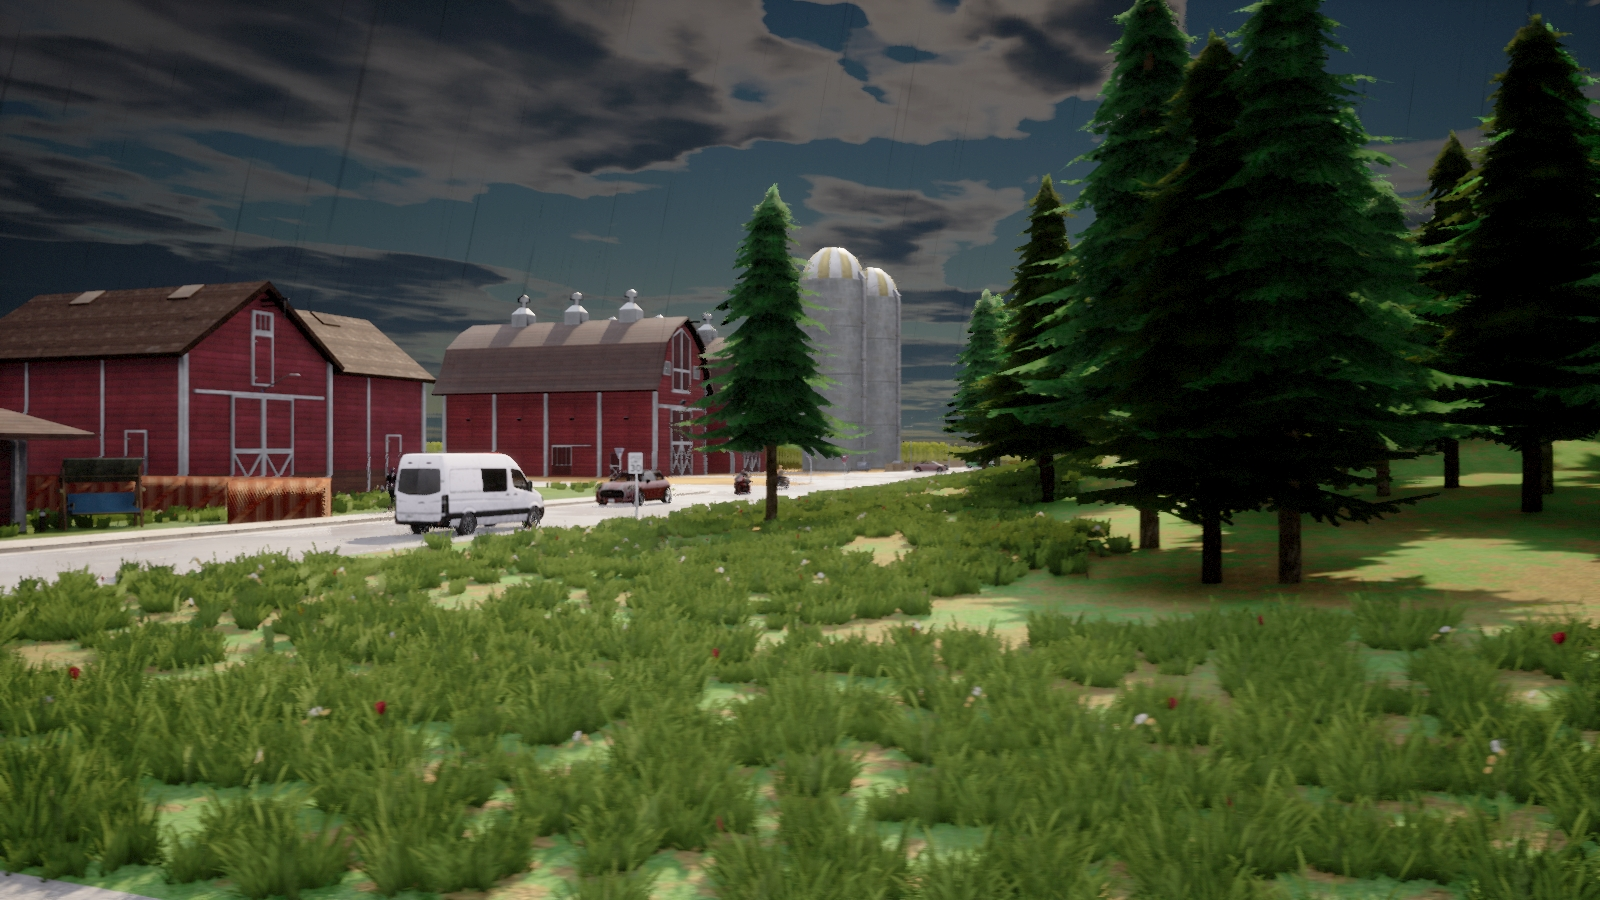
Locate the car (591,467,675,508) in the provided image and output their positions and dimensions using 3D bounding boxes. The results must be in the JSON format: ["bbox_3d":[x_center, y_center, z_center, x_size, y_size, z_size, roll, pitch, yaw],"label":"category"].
[{"bbox_3d":[-7.976,1.765,55.026,2.097,1.767,4.553,0,0,20],"label":"car"}]

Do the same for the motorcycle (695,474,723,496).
[{"bbox_3d":[-5.440,2.068,68.411,0.867,1.251,2.209,0,0,20],"label":"motorcycle"}]

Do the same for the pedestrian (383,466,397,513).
[{"bbox_3d":[-16.341,1.555,45.571,0.375,1.860,0.375,0,0,11],"label":"pedestrian"}]

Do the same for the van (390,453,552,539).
[{"bbox_3d":[-10.624,1.394,37.499,1.988,2.561,5.915,0,0,20],"label":"van"}]
